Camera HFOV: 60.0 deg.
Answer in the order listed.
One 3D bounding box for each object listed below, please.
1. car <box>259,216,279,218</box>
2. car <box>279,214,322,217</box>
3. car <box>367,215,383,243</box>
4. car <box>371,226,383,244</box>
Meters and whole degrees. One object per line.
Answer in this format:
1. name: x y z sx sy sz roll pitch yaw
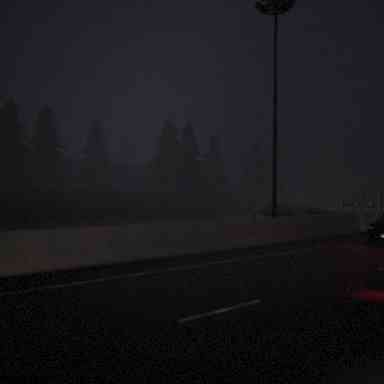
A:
1. car: 6.792 1.726 27.262 4.902 1.511 2.128 1 0 -44
2. car: 8.618 1.831 24.095 4.718 1.301 1.895 1 0 -43
3. car: 9.969 1.715 15.799 4.674 1.442 1.812 1 0 -40
4. car: 7.237 1.669 9.048 5.357 1.411 2.033 1 0 -38
